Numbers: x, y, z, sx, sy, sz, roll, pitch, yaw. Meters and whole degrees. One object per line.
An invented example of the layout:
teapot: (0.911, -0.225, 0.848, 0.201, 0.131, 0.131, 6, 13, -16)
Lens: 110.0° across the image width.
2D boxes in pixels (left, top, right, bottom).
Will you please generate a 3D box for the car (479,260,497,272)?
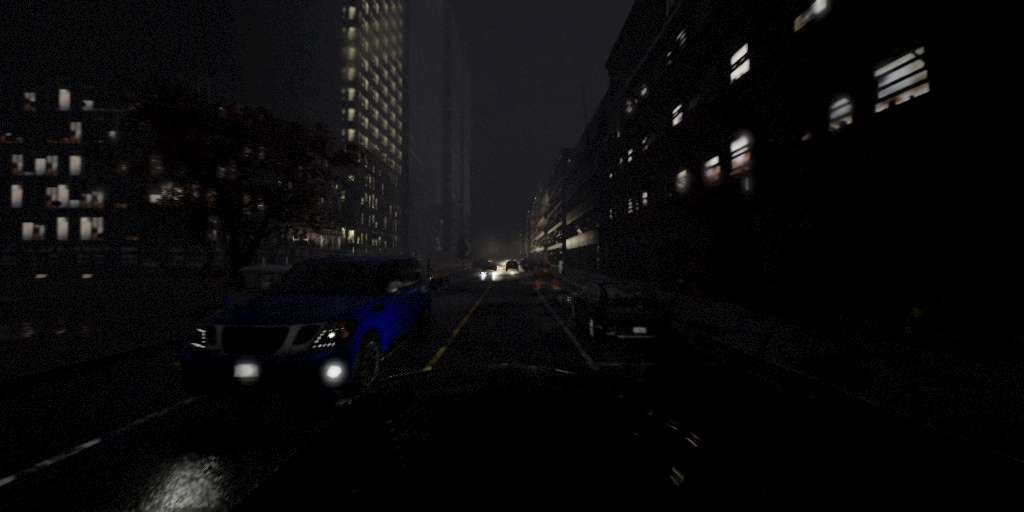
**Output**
car: (-3.077, 1.520, 49.597, 1.895, 1.301, 4.718, 0, 0, 1)

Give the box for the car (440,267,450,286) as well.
car: (-5.699, 1.369, 26.480, 1.751, 1.417, 4.829, 0, 0, 0)

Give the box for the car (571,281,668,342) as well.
car: (2.688, 1.335, 9.732, 2.007, 1.370, 4.403, 0, 0, 0)

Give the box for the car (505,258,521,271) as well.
car: (0.022, 1.440, 53.224, 1.837, 1.490, 4.892, 0, 0, 0)

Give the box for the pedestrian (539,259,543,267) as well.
pedestrian: (2.987, 1.178, 37.572, 0.375, 1.860, 0.375, 1, -1, 0)

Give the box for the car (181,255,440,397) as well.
car: (-3.093, 0.990, 6.947, 2.150, 2.045, 5.566, 0, 0, 0)

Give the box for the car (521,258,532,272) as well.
car: (2.673, 1.360, 49.261, 1.967, 1.591, 4.097, 0, 0, 0)

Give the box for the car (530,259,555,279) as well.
car: (2.987, 1.330, 34.571, 1.801, 1.575, 5.366, 0, 0, 0)

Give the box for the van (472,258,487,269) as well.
van: (-5.712, 1.291, 60.528, 1.690, 1.789, 3.998, 0, 0, 0)
